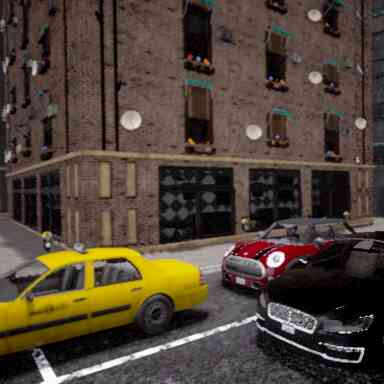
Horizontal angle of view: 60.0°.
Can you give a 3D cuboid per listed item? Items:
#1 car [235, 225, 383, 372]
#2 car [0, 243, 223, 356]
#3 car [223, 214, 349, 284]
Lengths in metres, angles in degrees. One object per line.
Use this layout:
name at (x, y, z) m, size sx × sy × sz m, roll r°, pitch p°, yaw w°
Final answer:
car at (3.206, 1.495, 5.666) m, size 4.892 × 1.490 × 1.837 m, roll 0°, pitch 0°, yaw -35°
car at (-1.991, 1.523, 5.157) m, size 4.829 × 1.417 × 1.752 m, roll 0°, pitch -1°, yaw -35°
car at (2.689, 1.428, 8.498) m, size 4.097 × 1.590 × 1.967 m, roll 0°, pitch -1°, yaw -35°
